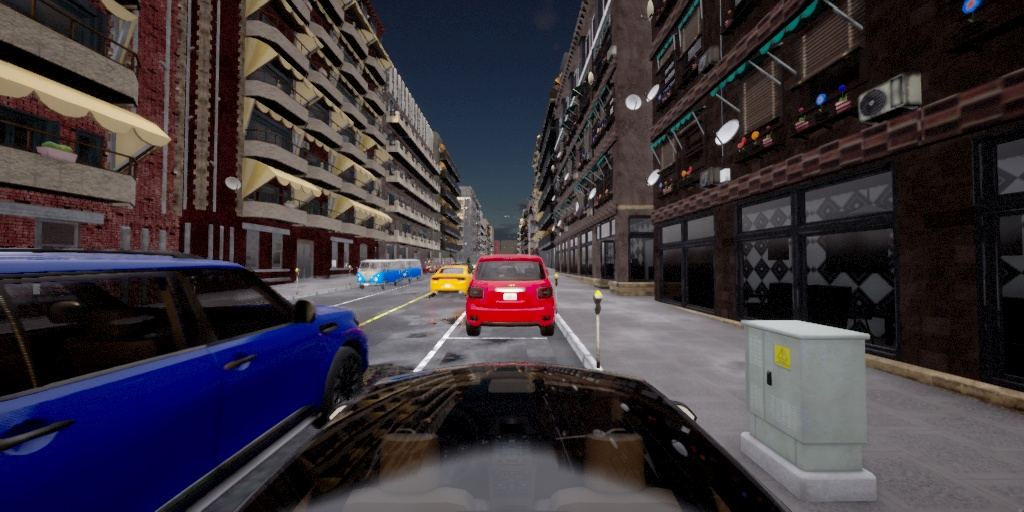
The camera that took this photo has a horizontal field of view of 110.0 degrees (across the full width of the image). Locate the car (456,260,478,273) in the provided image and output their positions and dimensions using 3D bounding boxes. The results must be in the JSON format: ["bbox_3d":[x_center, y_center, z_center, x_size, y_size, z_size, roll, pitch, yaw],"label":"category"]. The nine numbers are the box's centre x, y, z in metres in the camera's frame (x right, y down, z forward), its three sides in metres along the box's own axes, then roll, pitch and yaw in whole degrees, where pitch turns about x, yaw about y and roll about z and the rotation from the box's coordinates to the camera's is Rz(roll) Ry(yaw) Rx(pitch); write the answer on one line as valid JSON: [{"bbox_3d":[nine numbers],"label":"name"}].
[{"bbox_3d":[-5.790,1.311,46.608,2.128,1.511,4.902,0,0,0],"label":"car"}]

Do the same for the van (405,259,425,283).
[{"bbox_3d":[-8.335,1.118,28.134,1.690,1.789,3.998,0,0,0],"label":"van"}]

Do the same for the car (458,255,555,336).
[{"bbox_3d":[-0.039,0.983,10.533,2.150,2.045,5.566,0,0,0],"label":"car"}]

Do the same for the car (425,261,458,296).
[{"bbox_3d":[-2.993,1.240,19.289,1.882,1.535,5.008,0,0,1],"label":"car"}]

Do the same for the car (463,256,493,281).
[{"bbox_3d":[-3.012,1.010,32.631,2.150,2.045,5.566,0,0,0],"label":"car"}]

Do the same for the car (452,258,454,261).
[{"bbox_3d":[-8.335,1.128,44.724,2.192,1.841,5.009,0,0,0],"label":"car"}]

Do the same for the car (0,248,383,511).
[{"bbox_3d":[-3.021,0.974,2.513,2.150,2.045,5.566,0,0,0],"label":"car"}]

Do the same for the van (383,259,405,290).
[{"bbox_3d":[-8.335,1.108,22.603,1.690,1.789,3.998,0,0,0],"label":"van"}]

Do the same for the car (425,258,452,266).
[{"bbox_3d":[-8.335,1.115,39.194,2.192,1.841,5.009,0,0,0],"label":"car"}]
